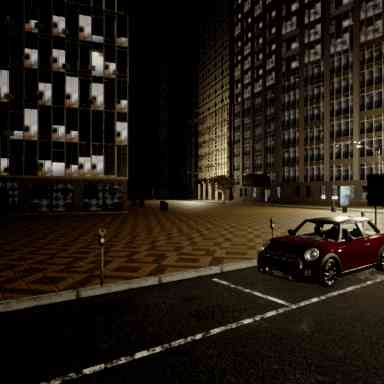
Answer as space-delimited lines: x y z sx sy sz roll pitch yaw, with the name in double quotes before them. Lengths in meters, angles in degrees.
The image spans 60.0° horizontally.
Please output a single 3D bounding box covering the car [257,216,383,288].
"car" 3.691 1.439 9.196 4.097 1.590 1.967 0 0 -36
